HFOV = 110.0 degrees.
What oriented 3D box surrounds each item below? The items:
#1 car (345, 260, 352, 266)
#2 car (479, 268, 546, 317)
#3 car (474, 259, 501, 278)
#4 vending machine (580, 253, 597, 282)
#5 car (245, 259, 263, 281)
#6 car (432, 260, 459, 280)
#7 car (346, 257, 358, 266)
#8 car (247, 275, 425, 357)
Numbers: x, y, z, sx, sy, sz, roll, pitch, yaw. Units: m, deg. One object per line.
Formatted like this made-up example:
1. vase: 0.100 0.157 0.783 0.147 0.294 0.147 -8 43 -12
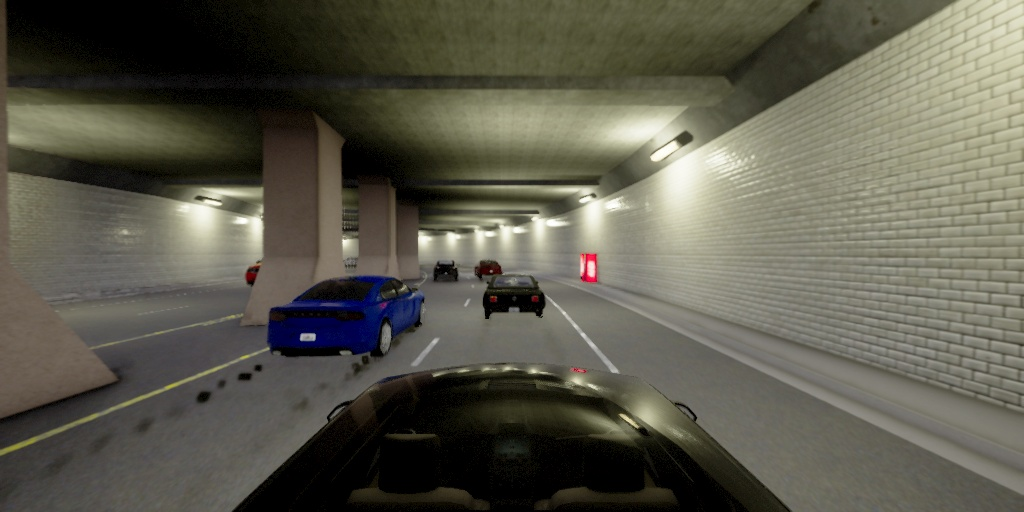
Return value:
1. car: -11.215 1.168 20.329 2.033 1.411 5.357 0 0 -6
2. car: 0.009 1.274 12.686 1.895 1.301 4.718 0 0 -1
3. car: -2.113 1.026 30.492 1.882 1.535 5.008 0 0 -12
4. vending machine: 5.080 0.791 23.781 1.100 2.100 0.880 0 0 -7
5. car: -15.224 0.817 23.856 2.150 2.045 5.566 0 0 -9
6. car: -5.328 1.052 28.816 2.128 1.511 4.902 0 0 -11
7. car: -25.715 0.880 58.354 1.812 1.442 4.674 0 0 -41
8. car: -3.413 1.181 8.435 1.882 1.535 5.008 0 0 0
